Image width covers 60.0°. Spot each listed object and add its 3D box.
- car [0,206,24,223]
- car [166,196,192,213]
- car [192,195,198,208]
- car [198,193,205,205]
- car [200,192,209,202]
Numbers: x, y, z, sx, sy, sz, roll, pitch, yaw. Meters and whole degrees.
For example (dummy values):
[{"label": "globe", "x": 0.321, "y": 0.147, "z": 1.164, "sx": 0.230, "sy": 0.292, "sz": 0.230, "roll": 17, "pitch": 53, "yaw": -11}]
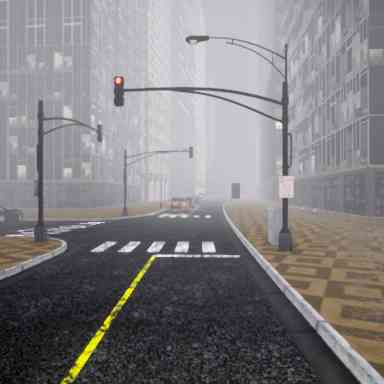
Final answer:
[{"label": "car", "x": -16.475, "y": 1.851, "z": 28.049, "sx": 4.403, "sy": 1.369, "sz": 2.008, "roll": -1, "pitch": 1, "yaw": 10}, {"label": "car", "x": -1.550, "y": 1.324, "z": 36.949, "sx": 2.097, "sy": 1.767, "sz": 4.553, "roll": 0, "pitch": 0, "yaw": 5}, {"label": "car", "x": -0.639, "y": 1.460, "z": 47.300, "sx": 1.837, "sy": 1.490, "sz": 4.892, "roll": 0, "pitch": 0, "yaw": 6}, {"label": "car", "x": 0.493, "y": 1.426, "z": 57.602, "sx": 2.128, "sy": 1.511, "sz": 4.902, "roll": 0, "pitch": 0, "yaw": 7}, {"label": "car", "x": 2.303, "y": 1.114, "z": 70.806, "sx": 2.150, "sy": 2.045, "sz": 5.566, "roll": 0, "pitch": 0, "yaw": 8}]
